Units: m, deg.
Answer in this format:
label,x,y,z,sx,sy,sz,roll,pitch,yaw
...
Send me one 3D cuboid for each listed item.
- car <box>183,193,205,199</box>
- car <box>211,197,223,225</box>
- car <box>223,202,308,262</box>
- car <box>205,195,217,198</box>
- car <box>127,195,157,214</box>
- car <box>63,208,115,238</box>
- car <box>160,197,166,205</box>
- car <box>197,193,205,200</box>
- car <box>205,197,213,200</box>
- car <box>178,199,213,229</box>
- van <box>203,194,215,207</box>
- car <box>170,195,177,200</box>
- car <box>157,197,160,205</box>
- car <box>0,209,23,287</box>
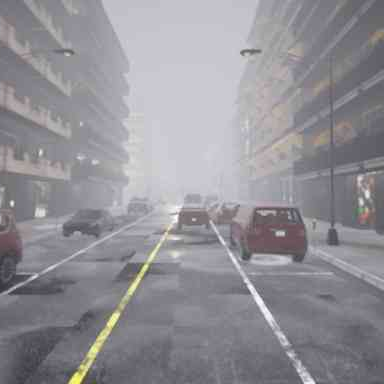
label,x,y,z,sx,sy,sz,roll,pitch,yaw
car,0.106,1.170,40.057,2.150,2.045,5.566,0,0,0
car,2.554,1.399,23.075,1.967,1.590,4.097,1,0,0
car,2.556,1.290,12.012,2.192,1.841,5.009,1,0,0
car,2.559,1.265,45.201,2.192,1.841,5.009,1,0,0
car,-5.288,1.265,34.194,2.192,1.841,5.009,1,0,0
car,-5.296,1.531,17.604,1.947,1.339,4.313,1,0,0
car,-5.293,1.539,56.319,1.802,1.307,4.206,1,0,0
car,2.598,1.308,94.444,2.192,1.841,5.009,1,0,0
car,2.552,1.532,34.138,1.802,1.307,4.206,1,0,0
car,0.104,1.438,21.454,1.882,1.535,5.008,0,0,0
van,2.558,1.294,50.732,1.690,1.788,3.998,1,0,0
car,-5.287,1.559,94.399,1.947,1.339,4.313,1,0,0
car,-5.293,1.494,39.725,1.887,1.381,4.507,1,0,0
car,-5.291,1.300,6.541,2.192,1.841,5.009,1,0,0
